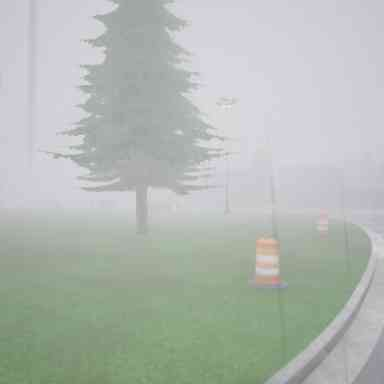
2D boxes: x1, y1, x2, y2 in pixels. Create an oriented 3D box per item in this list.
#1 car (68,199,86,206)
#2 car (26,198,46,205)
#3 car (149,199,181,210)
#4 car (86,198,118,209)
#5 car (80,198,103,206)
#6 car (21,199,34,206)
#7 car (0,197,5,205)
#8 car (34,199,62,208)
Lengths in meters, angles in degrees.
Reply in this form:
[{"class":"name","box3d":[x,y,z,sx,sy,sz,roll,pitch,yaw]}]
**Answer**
[{"class":"car","box3d":[-22.875,2.106,66.739,4.674,1.442,1.812,-1,0,33]},{"class":"car","box3d":[-37.718,2.340,80.367,4.902,1.511,2.128,-1,0,33]},{"class":"car","box3d":[-3.849,1.762,46.404,4.902,1.511,2.128,-1,0,32]},{"class":"car","box3d":[-13.938,1.906,52.857,4.902,1.511,2.128,-1,0,32]},{"class":"car","box3d":[-21.113,2.077,69.765,4.892,1.490,1.837,-1,0,33]},{"class":"car","box3d":[-33.772,2.197,69.542,5.008,1.535,1.882,-1,0,33]},{"class":"car","box3d":[-45.678,2.115,77.143,5.566,2.045,2.150,-1,0,33]},{"class":"car","box3d":[-25.728,2.075,60.337,4.902,1.511,2.128,-1,0,33]}]
